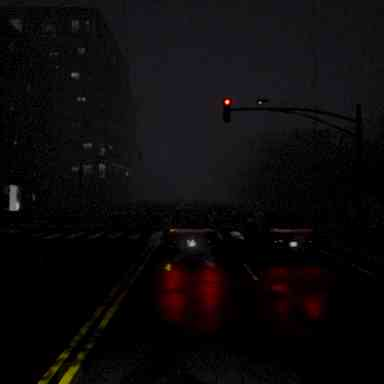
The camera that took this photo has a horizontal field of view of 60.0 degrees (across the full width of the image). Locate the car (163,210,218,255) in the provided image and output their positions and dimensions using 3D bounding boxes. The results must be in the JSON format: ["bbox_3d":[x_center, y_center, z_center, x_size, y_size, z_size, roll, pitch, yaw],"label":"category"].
[{"bbox_3d":[-0.092,1.464,13.137,2.128,1.511,4.902,0,0,-2],"label":"car"}]

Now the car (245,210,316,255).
[{"bbox_3d":[3.292,1.465,13.144,2.128,1.511,4.902,0,0,0],"label":"car"}]
